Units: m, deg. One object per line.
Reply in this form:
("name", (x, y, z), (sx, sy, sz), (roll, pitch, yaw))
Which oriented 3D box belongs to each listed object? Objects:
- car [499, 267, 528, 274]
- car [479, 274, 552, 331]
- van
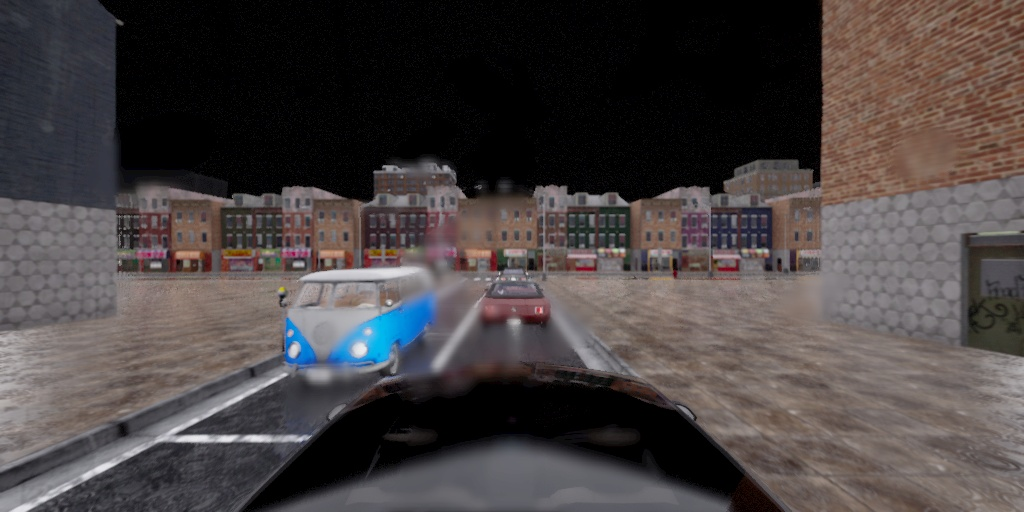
("car", (0.087, 1.441, 23.761), (2.033, 1.411, 5.357), (0, 0, 0))
("car", (0.095, 1.412, 11.278), (1.895, 1.301, 4.718), (0, 0, 0))
("van", (-2.641, 1.124, 7.017), (1.690, 1.789, 3.998), (0, 0, 0))
